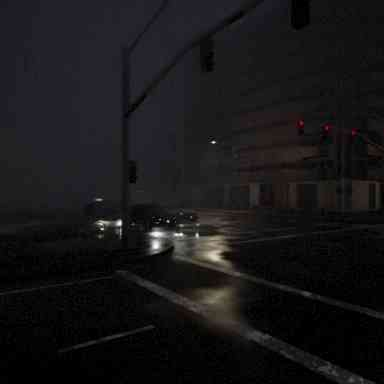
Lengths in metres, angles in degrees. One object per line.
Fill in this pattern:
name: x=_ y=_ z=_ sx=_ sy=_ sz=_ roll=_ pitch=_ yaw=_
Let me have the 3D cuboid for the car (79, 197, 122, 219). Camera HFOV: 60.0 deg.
car: x=-8.193 y=1.532 z=29.843 sx=1.882 sy=1.535 sz=5.008 roll=0 pitch=0 yaw=-35

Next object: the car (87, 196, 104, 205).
car: x=-18.054 y=1.579 z=62.188 sx=1.812 sy=1.442 sz=4.674 roll=0 pitch=0 yaw=-34

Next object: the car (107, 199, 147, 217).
car: x=-6.655 y=1.546 z=33.721 sx=2.128 sy=1.511 sz=4.902 roll=0 pitch=0 yaw=-35

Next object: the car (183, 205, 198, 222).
car: x=-1.413 y=1.580 z=26.379 sx=1.812 sy=1.442 sz=4.674 roll=0 pitch=0 yaw=-35

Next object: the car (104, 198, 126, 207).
car: x=-12.780 y=1.654 z=54.763 sx=1.895 sy=1.301 sz=4.718 roll=0 pitch=0 yaw=-36

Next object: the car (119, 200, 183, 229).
car: x=-2.870 y=1.559 z=22.355 sx=1.837 sy=1.490 sz=4.892 roll=0 pitch=0 yaw=-35

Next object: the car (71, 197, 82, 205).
car: x=-20.005 y=1.545 z=58.882 sx=2.128 sy=1.511 sz=4.902 roll=0 pitch=0 yaw=-35
